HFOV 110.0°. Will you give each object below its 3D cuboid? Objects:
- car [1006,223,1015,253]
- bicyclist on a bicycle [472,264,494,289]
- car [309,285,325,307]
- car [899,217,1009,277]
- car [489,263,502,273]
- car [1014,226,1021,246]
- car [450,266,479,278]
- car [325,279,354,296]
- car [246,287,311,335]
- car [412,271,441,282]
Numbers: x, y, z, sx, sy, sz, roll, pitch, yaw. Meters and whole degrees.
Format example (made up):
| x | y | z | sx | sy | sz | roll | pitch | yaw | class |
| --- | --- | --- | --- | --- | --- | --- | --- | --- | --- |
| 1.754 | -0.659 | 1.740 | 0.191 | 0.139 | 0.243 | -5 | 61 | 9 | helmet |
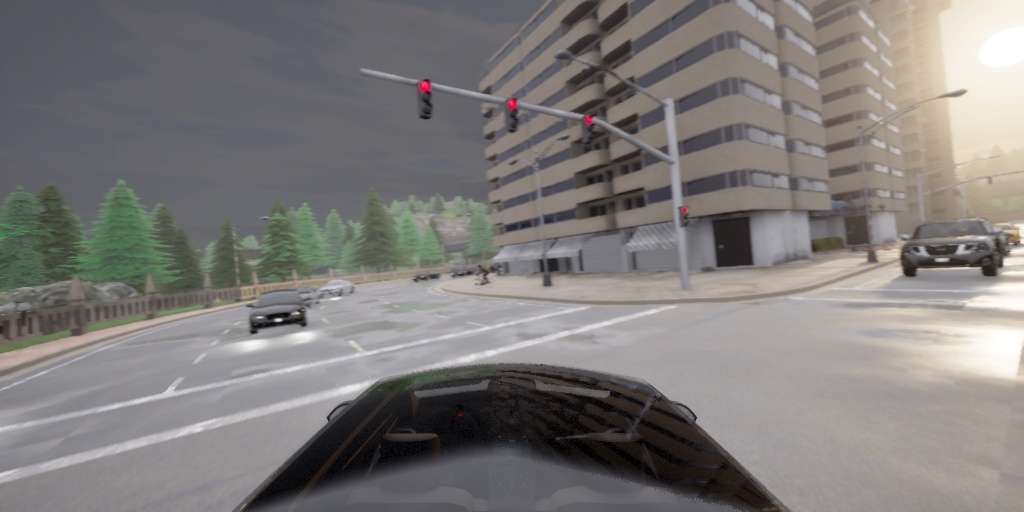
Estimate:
| x | y | z | sx | sy | sz | roll | pitch | yaw | class |
| --- | --- | --- | --- | --- | --- | --- | --- | --- | --- |
| 25.109 | -0.780 | 19.272 | 4.892 | 1.490 | 1.837 | -5 | -1 | -34 | car |
| -1.963 | 1.374 | 24.012 | 1.656 | 1.620 | 0.582 | -4 | -1 | -27 | bicyclist on a bicycle |
| -13.813 | 2.710 | 23.305 | 1.895 | 1.301 | 4.718 | -5 | -1 | -19 | car |
| 17.041 | -0.401 | 13.886 | 5.566 | 2.045 | 2.150 | -5 | -1 | -34 | car |
| -1.578 | 1.830 | 59.043 | 2.128 | 1.511 | 4.902 | -5 | -1 | 41 | car |
| 33.424 | -1.490 | 24.784 | 5.008 | 1.535 | 1.882 | -5 | -1 | -33 | car |
| -6.660 | 2.310 | 50.193 | 1.895 | 1.301 | 4.718 | -5 | -1 | 22 | car |
| -16.039 | 2.912 | 32.943 | 1.812 | 1.442 | 4.674 | -5 | 0 | -5 | car |
| -9.636 | 2.177 | 14.964 | 1.837 | 1.490 | 4.892 | -5 | -1 | -31 | car |
| -11.256 | 2.692 | 47.628 | 1.895 | 1.301 | 4.718 | -5 | -1 | 15 | car |
